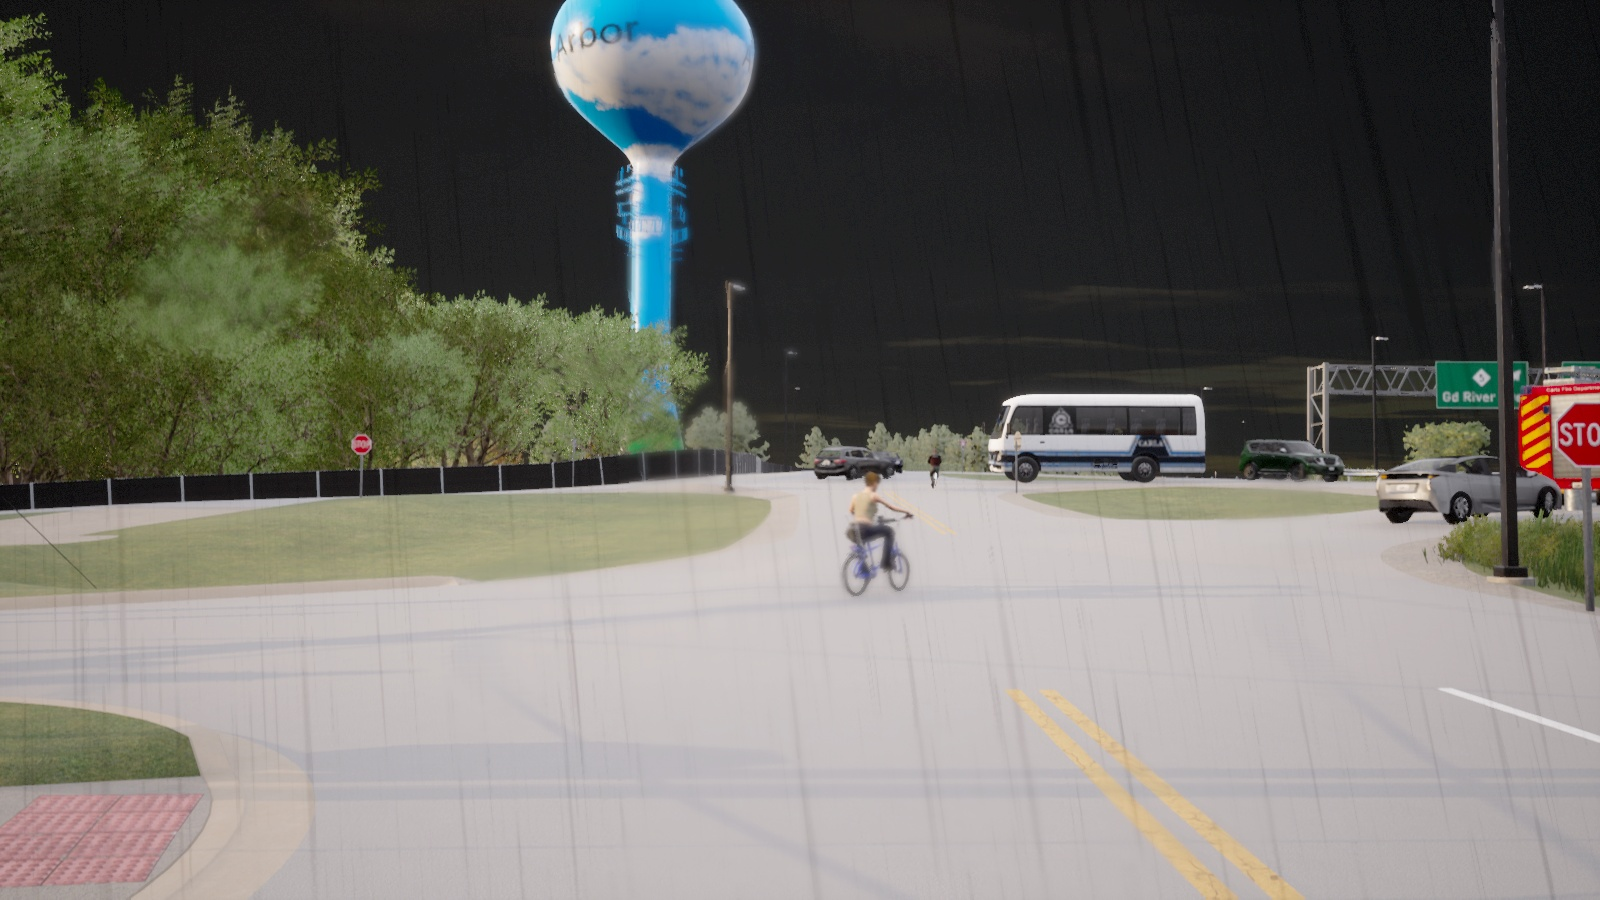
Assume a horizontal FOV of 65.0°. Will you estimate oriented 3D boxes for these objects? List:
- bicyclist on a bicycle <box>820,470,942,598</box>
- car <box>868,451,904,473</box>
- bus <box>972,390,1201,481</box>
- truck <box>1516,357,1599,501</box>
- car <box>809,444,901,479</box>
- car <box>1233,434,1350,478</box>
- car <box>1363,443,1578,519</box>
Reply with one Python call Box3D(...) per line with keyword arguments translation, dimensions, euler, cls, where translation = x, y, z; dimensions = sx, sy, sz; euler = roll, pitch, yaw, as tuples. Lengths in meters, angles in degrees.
Box3D(translation=(1.098, 1.091, 16.746), dimensions=(0.866, 1.612, 1.509), euler=(-3, -3, 39), cls="bicyclist on a bicycle")
Box3D(translation=(5.256, 0.703, 77.234), dimensions=(1.895, 1.301, 4.718), euler=(0, 0, 0), cls="car")
Box3D(translation=(13.730, -0.707, 61.029), dimensions=(10.273, 4.253, 3.944), euler=(0, 1, 1), cls="bus")
Box3D(translation=(23.933, -0.604, 36.554), dimensions=(8.468, 3.827, 2.891), euler=(-1, -1, -43), cls="truck")
Box3D(translation=(2.825, 0.539, 63.713), dimensions=(2.242, 1.667, 4.611), euler=(1, 1, 41), cls="car")
Box3D(translation=(23.915, 0.291, 61.336), dimensions=(2.150, 2.045, 5.566), euler=(0, 0, -20), cls="car")
Box3D(translation=(15.525, 0.708, 29.079), dimensions=(4.514, 1.525, 2.007), euler=(-2, -1, -25), cls="car")
